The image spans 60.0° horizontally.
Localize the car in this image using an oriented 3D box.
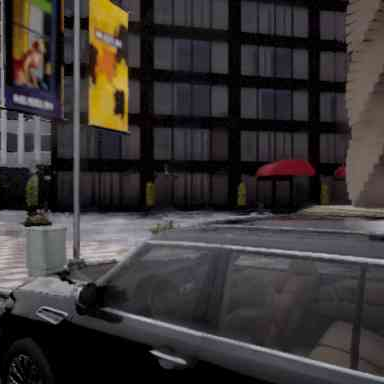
[{"bbox_3d":[0.531,1.226,2.850,5.566,2.045,2.150,0,0,35],"label":"car"}]
